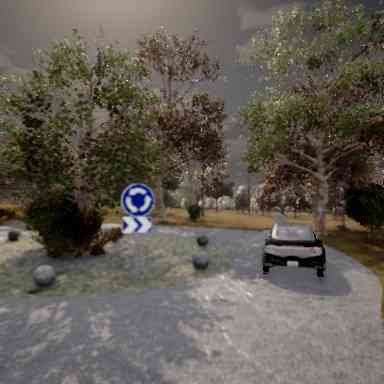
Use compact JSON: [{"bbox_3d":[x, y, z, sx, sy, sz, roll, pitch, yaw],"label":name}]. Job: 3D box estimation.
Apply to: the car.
[{"bbox_3d":[3.487,1.817,11.674,2.128,1.511,4.902,0,0,16],"label":"car"}]
